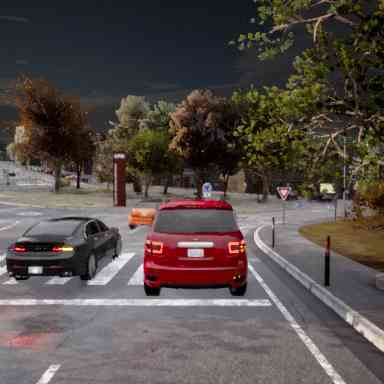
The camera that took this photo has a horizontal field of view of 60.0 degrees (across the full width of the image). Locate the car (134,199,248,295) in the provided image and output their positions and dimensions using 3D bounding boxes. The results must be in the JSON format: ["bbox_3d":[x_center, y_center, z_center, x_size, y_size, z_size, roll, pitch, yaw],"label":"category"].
[{"bbox_3d":[0.067,1.197,8.792,2.150,2.045,5.566,0,0,0],"label":"car"}]

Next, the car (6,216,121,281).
[{"bbox_3d":[-3.393,1.473,9.695,1.837,1.490,4.892,0,0,1],"label":"car"}]

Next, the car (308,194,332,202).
[{"bbox_3d":[21.135,0.845,55.094,2.033,1.411,5.357,0,2,-5],"label":"car"}]

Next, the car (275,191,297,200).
[{"bbox_3d":[16.750,0.516,59.413,2.097,1.767,4.553,-1,2,-14],"label":"car"}]

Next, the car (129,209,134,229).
[{"bbox_3d":[-2.056,1.225,20.381,2.097,1.767,4.553,1,1,15],"label":"car"}]
